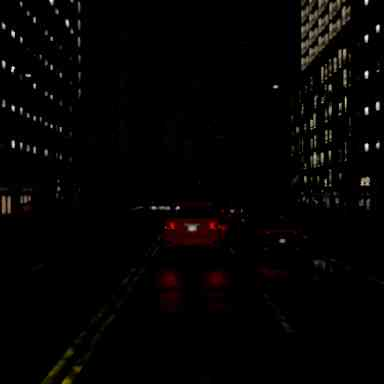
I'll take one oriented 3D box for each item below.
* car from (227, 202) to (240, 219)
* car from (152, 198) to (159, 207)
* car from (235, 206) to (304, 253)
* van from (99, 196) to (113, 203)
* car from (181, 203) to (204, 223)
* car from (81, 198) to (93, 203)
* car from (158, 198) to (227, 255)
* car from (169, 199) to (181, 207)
[{"bbox_3d":[3.276,1.626,29.048,2.097,1.767,4.553,0,-1,0],"label":"car"},{"bbox_3d":[-6.477,1.925,64.363,2.097,1.767,4.553,0,0,1],"label":"car"},{"bbox_3d":[3.268,1.618,14.456,1.882,1.535,5.008,0,0,0],"label":"car"},{"bbox_3d":[-22.580,1.951,86.714,3.998,1.788,1.690,0,0,1],"label":"van"},{"bbox_3d":[0.027,1.787,29.268,1.837,1.490,4.892,0,0,0],"label":"car"},{"bbox_3d":[-28.120,2.130,86.764,4.507,1.381,1.887,0,0,1],"label":"car"},{"bbox_3d":[0.013,1.352,13.996,2.150,2.045,5.566,0,0,0],"label":"car"},{"bbox_3d":[-3.237,2.063,64.253,2.128,1.511,4.902,0,0,1],"label":"car"}]
